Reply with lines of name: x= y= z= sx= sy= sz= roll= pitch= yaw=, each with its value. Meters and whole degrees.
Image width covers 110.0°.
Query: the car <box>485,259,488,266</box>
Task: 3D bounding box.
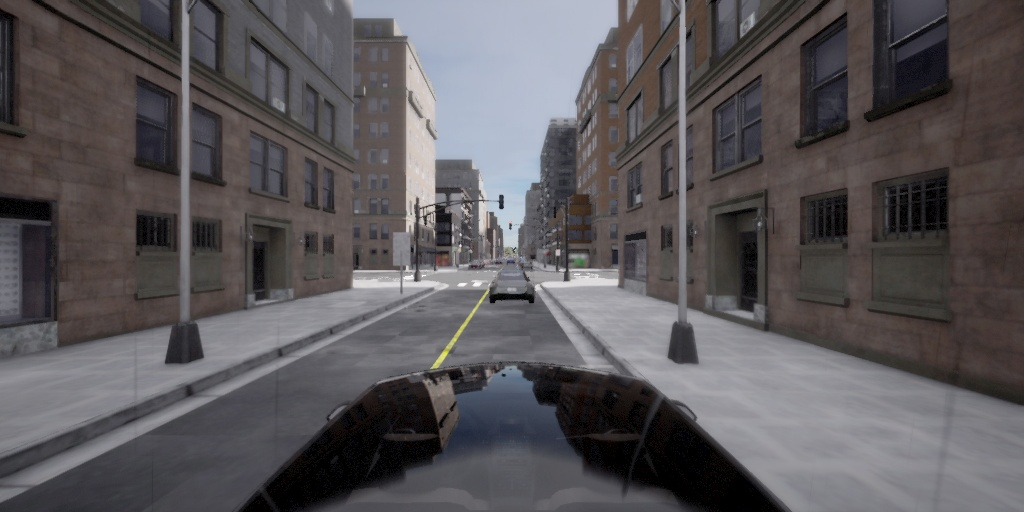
car: x=-5.690 y=1.252 z=61.197 sx=1.967 sy=1.591 sz=4.097 roll=0 pitch=0 yaw=0

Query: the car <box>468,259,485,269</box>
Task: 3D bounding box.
car: x=-5.696 y=1.241 z=55.686 sx=1.967 sy=1.591 sz=4.097 roll=0 pitch=0 yaw=0

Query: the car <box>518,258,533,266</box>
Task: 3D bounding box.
car: x=2.329 y=1.368 z=55.678 sx=1.948 sy=1.339 sz=4.313 roll=0 pitch=0 yaw=0

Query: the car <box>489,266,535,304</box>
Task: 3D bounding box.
car: x=0.000 y=1.324 z=16.500 sx=1.994 sy=1.385 sz=4.181 roll=0 pitch=0 yaw=0
